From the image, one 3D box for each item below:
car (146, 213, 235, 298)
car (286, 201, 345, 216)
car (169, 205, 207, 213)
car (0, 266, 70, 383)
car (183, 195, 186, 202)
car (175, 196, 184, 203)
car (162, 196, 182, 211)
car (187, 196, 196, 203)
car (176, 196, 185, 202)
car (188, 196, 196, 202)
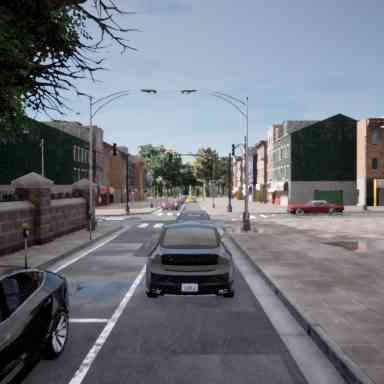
[{"bbox_3d":[-0.027,1.509,8.534,1.837,1.490,4.892,0,0,0],"label":"car"},{"bbox_3d":[10.942,1.441,29.854,4.718,1.301,1.895,-1,1,0],"label":"car"},{"bbox_3d":[0.091,1.559,15.996,2.033,1.411,5.357,0,0,0],"label":"car"},{"bbox_3d":[-2.646,1.567,3.256,1.947,1.339,4.313,-1,0,0],"label":"car"},{"bbox_3d":[-2.679,1.655,63.315,1.887,1.381,4.507,-1,0,0],"label":"car"},{"bbox_3d":[-2.685,1.686,74.185,1.887,1.381,4.507,-1,0,0],"label":"car"},{"bbox_3d":[-2.668,1.495,41.577,1.967,1.590,4.097,-1,0,0],"label":"car"},{"bbox_3d":[-0.026,1.612,71.730,1.882,1.535,5.008,0,0,0],"label":"car"},{"bbox_3d":[-2.687,1.724,79.620,1.947,1.339,4.313,-1,0,0],"label":"car"},{"bbox_3d":[-0.042,1.706,82.164,2.033,1.411,5.357,0,0,0],"label":"car"}]
